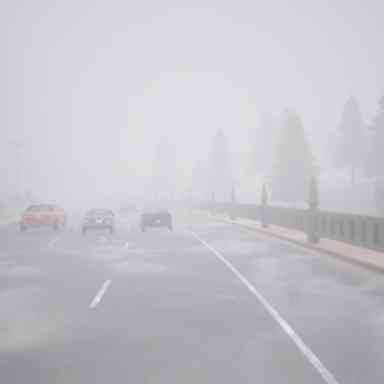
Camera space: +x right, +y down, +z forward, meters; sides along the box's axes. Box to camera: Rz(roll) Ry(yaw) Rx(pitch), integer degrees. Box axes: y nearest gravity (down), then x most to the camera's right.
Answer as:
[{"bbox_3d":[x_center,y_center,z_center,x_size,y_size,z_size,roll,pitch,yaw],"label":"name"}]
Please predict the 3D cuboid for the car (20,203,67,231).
[{"bbox_3d":[-9.673,1.524,22.019,2.097,1.767,4.553,0,0,-12],"label":"car"}]

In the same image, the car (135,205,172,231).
[{"bbox_3d":[-2.520,1.619,22.091,1.882,1.535,5.008,0,0,-12],"label":"car"}]

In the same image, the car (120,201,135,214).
[{"bbox_3d":[-7.717,1.789,39.183,1.812,1.442,4.674,0,0,-21],"label":"car"}]

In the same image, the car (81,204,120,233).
[{"bbox_3d":[-5.753,1.695,20.788,2.033,1.411,5.357,0,0,-12],"label":"car"}]
